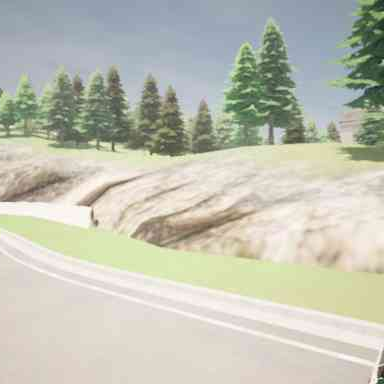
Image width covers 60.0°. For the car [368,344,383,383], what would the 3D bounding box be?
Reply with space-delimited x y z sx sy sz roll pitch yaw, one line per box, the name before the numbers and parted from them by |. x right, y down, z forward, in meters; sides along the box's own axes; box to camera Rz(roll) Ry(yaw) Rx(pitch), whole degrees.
car | 3.372 1.352 1.620 4.553 1.767 2.097 0 0 36
